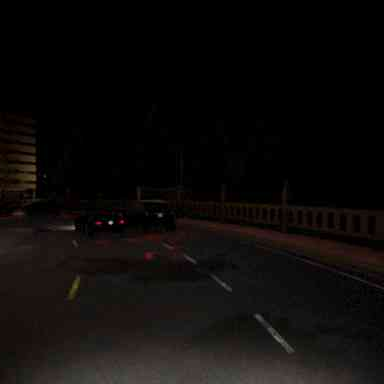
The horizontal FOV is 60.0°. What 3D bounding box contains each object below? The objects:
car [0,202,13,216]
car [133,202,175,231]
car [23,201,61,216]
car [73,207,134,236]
[{"bbox_3d":[-20.137,1.665,33.504,5.008,1.535,1.882,0,0,31],"label":"car"},{"bbox_3d":[-2.903,1.403,21.187,2.097,1.767,4.553,0,0,-30],"label":"car"},{"bbox_3d":[-15.821,1.637,34.953,5.008,1.535,1.882,0,0,35],"label":"car"},{"bbox_3d":[-5.351,1.612,18.902,2.033,1.411,5.357,0,0,-30],"label":"car"}]
